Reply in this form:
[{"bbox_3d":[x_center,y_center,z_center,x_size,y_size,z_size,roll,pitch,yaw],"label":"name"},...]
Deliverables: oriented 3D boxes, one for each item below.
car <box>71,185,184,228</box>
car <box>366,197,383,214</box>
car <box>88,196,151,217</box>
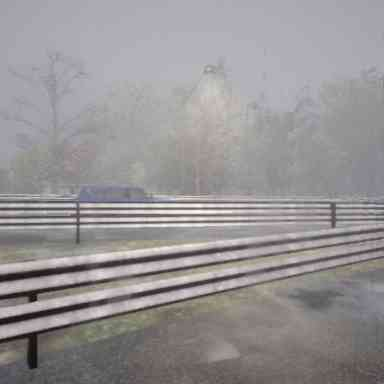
[{"bbox_3d":[-3.238,0.680,16.985,5.566,2.045,2.150,1,0,-16],"label":"car"},{"bbox_3d":[18.114,1.251,30.575,4.892,1.490,1.837,1,0,-17],"label":"car"},{"bbox_3d":[-5.191,1.009,23.710,4.181,1.385,1.994,1,0,-16],"label":"car"}]
